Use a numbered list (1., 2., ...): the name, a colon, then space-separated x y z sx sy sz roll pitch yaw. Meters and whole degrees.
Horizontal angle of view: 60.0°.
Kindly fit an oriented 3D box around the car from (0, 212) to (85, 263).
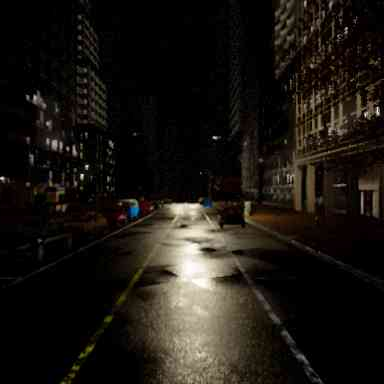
1. car: -5.706 1.635 12.078 2.008 1.369 4.403 -1 0 0

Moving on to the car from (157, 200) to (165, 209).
1. car: -5.720 1.932 51.453 2.008 1.369 4.403 -1 0 0

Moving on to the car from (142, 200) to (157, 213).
1. car: -5.717 1.838 40.202 1.887 1.381 4.507 -1 0 0

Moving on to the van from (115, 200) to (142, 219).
1. van: -5.716 1.549 28.954 1.690 1.788 3.998 -1 0 0

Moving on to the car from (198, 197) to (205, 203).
1. car: 2.645 2.236 91.000 1.752 1.417 4.829 -1 0 0

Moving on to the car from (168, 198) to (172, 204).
1. car: -5.731 2.163 79.576 2.008 1.369 4.403 -1 0 0

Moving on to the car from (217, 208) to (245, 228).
1. car: 2.670 1.749 23.331 1.802 1.307 4.206 -1 0 0

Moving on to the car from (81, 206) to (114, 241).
1. car: -5.709 1.649 17.534 1.752 1.417 4.829 -1 0 0

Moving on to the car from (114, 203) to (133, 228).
1. car: -5.710 1.711 23.328 1.887 1.381 4.507 -1 0 0

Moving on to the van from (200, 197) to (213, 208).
1. van: 2.653 1.768 57.083 1.690 1.788 3.998 -1 0 0

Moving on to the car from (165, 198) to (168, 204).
1. car: -5.723 1.977 57.077 2.008 1.369 4.403 -1 0 0

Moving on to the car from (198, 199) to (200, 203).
1. car: 2.651 1.959 68.331 1.967 1.590 4.097 -1 0 0
